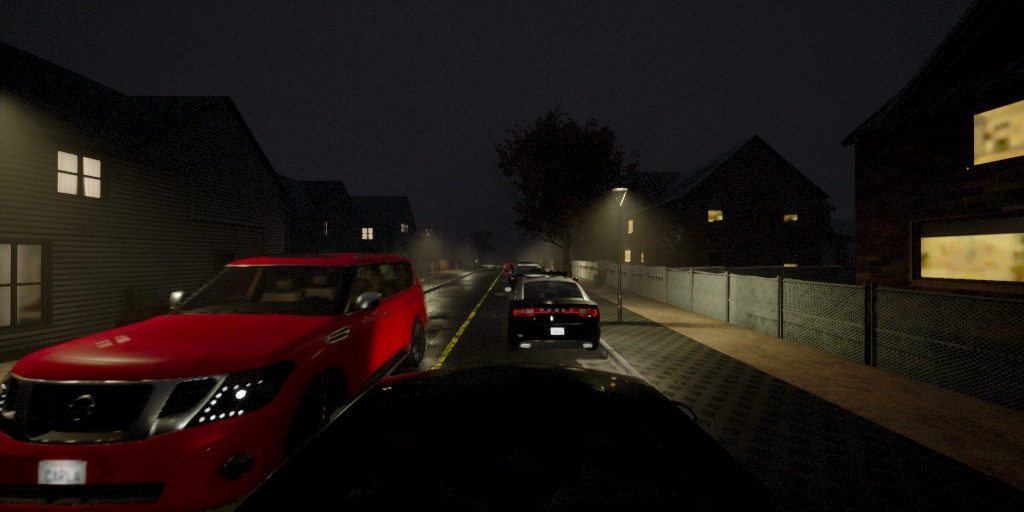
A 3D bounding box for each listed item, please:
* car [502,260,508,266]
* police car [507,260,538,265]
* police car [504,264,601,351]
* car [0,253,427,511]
[{"bbox_3d":[0.130,1.209,47.979,2.097,1.767,4.553,0,0,1],"label":"car"},{"bbox_3d":[0.858,1.184,19.165,1.930,1.638,5.238,0,0,0],"label":"police car"},{"bbox_3d":[0.839,1.178,9.165,1.930,1.638,5.238,0,0,0],"label":"police car"},{"bbox_3d":[-2.744,0.972,4.955,2.150,2.045,5.566,0,0,0],"label":"car"}]
